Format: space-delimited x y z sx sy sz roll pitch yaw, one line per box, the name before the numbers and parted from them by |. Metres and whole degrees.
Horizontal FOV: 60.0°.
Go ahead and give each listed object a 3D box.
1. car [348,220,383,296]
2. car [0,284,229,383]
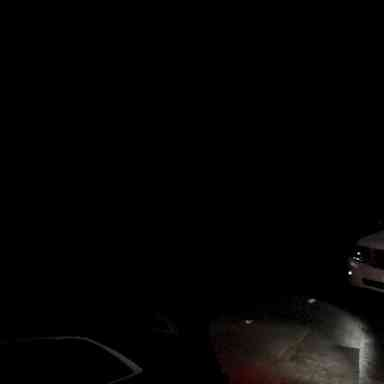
car | 5.904 1.253 7.710 5.566 2.045 2.150 0 0 -36
car | -1.959 1.513 1.941 4.892 1.490 1.837 0 0 -37
